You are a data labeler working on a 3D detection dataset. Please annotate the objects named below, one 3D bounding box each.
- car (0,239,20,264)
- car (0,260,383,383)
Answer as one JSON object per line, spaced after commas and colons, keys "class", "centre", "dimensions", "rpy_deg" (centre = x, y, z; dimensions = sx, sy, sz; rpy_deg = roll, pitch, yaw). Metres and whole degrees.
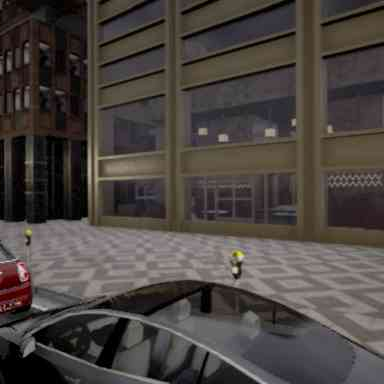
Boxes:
{"class": "car", "centre": [-4.983, 1.523, 6.515], "dimensions": [4.097, 1.590, 1.967], "rpy_deg": [-1, 0, 36]}
{"class": "car", "centre": [-0.422, 1.588, 3.262], "dimensions": [4.313, 1.339, 1.947], "rpy_deg": [-1, 0, 36]}
